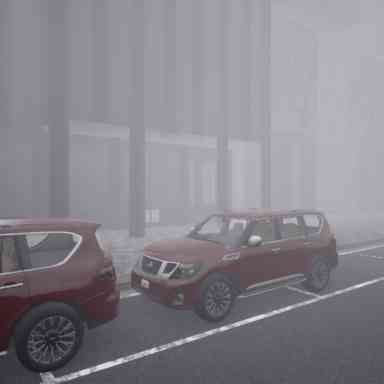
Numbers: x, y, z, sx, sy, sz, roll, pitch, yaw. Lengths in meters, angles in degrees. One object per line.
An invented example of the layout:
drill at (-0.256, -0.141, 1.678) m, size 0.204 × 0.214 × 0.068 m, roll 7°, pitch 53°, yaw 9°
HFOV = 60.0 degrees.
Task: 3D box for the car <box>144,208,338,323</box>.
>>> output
car at (1.210, 1.314, 7.393) m, size 5.009 × 1.841 × 2.192 m, roll 0°, pitch 0°, yaw -35°

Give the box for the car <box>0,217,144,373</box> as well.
car at (-3.382, 1.315, 4.118) m, size 5.009 × 1.841 × 2.192 m, roll 0°, pitch 0°, yaw -35°
